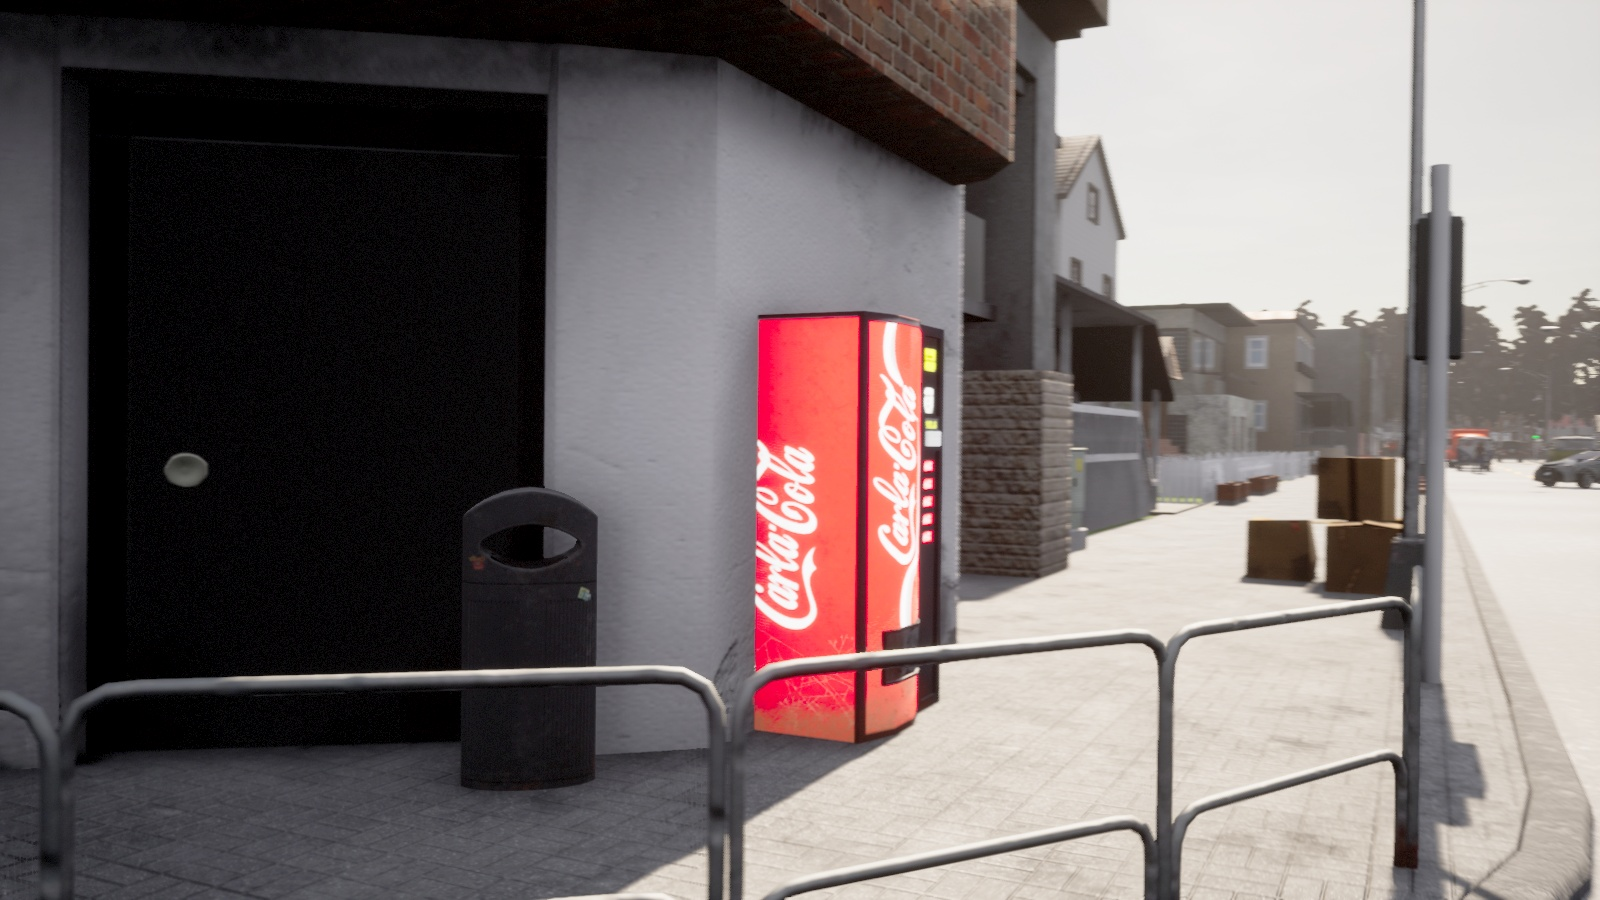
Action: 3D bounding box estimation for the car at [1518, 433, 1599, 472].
[{"bbox_3d":[28.659,0.065,45.561,4.181,1.385,1.994,-1,1,-6],"label":"car"}]

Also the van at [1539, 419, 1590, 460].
[{"bbox_3d":[38.044,-0.532,62.570,1.775,1.987,4.442,0,1,26],"label":"van"}]

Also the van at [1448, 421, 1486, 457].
[{"bbox_3d":[38.364,-0.646,72.317,1.775,1.987,4.442,0,1,26],"label":"van"}]

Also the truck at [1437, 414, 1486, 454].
[{"bbox_3d":[42.451,-1.021,80.678,2.627,2.467,5.204,0,1,26],"label":"truck"}]
